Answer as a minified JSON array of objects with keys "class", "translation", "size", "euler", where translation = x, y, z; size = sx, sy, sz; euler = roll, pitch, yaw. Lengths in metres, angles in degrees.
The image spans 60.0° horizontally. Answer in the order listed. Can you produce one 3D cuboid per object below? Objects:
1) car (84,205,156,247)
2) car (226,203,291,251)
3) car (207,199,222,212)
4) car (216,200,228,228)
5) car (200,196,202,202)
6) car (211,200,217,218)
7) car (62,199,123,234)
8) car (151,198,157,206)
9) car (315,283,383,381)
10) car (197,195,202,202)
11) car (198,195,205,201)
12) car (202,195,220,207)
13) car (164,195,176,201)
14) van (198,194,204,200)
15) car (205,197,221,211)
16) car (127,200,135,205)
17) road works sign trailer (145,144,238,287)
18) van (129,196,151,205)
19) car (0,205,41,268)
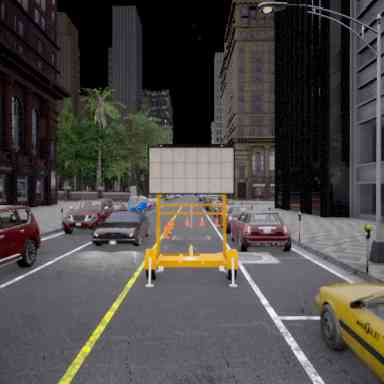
[{"class":"car","translation":[-3.025,1.557,15.367],"size":[2.033,1.411,5.357],"euler":[0,0,0]},{"class":"car","translation":[2.736,1.449,14.046],"size":[1.967,1.590,4.097],"euler":[0,0,0]},{"class":"car","translation":[2.711,1.575,30.321],"size":[2.008,1.369,4.403],"euler":[0,0,0]},{"class":"car","translation":[2.727,1.453,19.471],"size":[1.967,1.590,4.097],"euler":[0,0,0]},{"class":"car","translation":[2.677,1.608,52.022],"size":[1.947,1.339,4.313],"euler":[0,0,0]},{"class":"car","translation":[2.718,1.563,24.896],"size":[1.887,1.381,4.507],"euler":[0,0,0]},{"class":"car","translation":[-5.798,1.328,19.469],"size":[2.192,1.841,5.009],"euler":[0,0,0]},{"class":"car","translation":[-5.832,1.474,41.174],"size":[1.967,1.590,4.097],"euler":[0,0,0]},{"class":"car","translation":[2.753,1.527,3.366],"size":[1.752,1.417,4.829],"euler":[0,0,0]},{"class":"car","translation":[2.636,1.620,78.458],"size":[1.947,1.339,4.313],"euler":[0,0,0]},{"class":"car","translation":[2.619,1.582,89.469],"size":[1.752,1.417,4.829],"euler":[0,0,0]},{"class":"car","translation":[2.693,1.349,41.171],"size":[2.192,1.841,5.009],"euler":[0,0,0]},{"class":"car","translation":[-5.898,1.607,83.885],"size":[2.008,1.369,4.403],"euler":[0,0,0]},{"class":"van","translation":[2.610,1.399,94.720],"size":[1.690,1.788,3.998],"euler":[0,0,0]},{"class":"car","translation":[2.702,1.555,35.916],"size":[1.752,1.417,4.829],"euler":[0,0,0]},{"class":"car","translation":[-5.806,1.563,24.895],"size":[1.887,1.381,4.507],"euler":[0,0,0]},{"class":"road works sign trailer","translation":[-0.015,0.470,9.316],"size":[2.380,3.560,2.880],"euler":[0,0,0]},{"class":"van","translation":[-5.824,1.370,35.748],"size":[1.690,1.788,3.998],"euler":[0,0,0]},{"class":"car","translation":[-5.781,1.320,8.617],"size":[2.192,1.841,5.009],"euler":[0,0,0]}]
